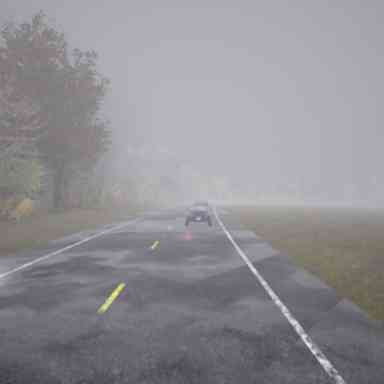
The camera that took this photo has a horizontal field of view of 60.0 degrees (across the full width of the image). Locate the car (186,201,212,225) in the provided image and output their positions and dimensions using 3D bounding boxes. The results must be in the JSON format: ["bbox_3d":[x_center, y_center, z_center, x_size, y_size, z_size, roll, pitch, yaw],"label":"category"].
[{"bbox_3d":[0.502,1.636,24.733,1.812,1.442,4.674,0,0,2],"label":"car"}]

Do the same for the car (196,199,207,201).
[{"bbox_3d":[1.209,1.692,41.736,1.882,1.535,5.008,0,0,3],"label":"car"}]
